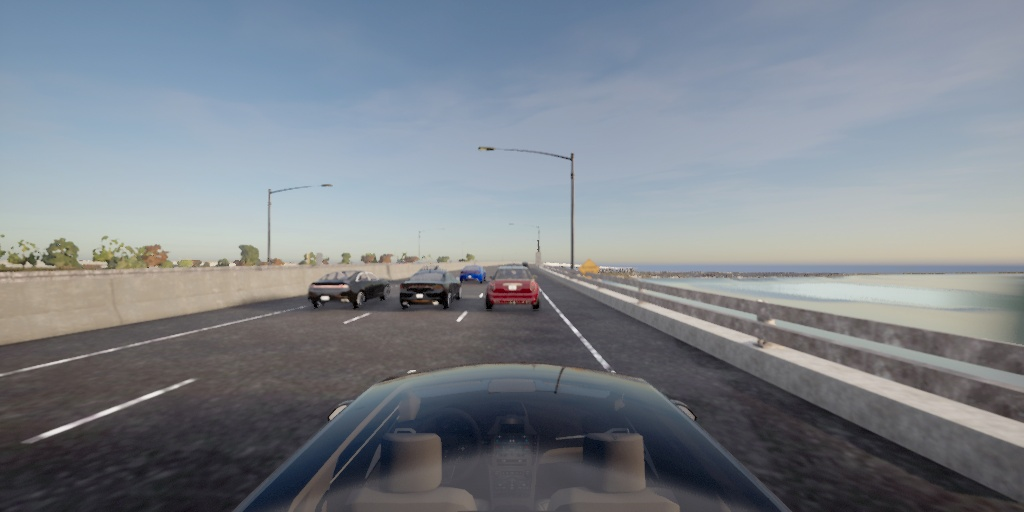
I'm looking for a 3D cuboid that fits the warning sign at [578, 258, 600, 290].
[{"bbox_3d":[4.632,1.058,21.365,1.300,1.860,1.060,0,0,1],"label":"warning sign"}]

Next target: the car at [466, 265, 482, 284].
[{"bbox_3d":[-3.291,1.521,30.898,1.882,1.535,5.008,0,0,1],"label":"car"}]

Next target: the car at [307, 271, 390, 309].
[{"bbox_3d":[-6.959,1.381,15.822,2.128,1.511,4.902,0,0,1],"label":"car"}]

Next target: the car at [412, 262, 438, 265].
[{"bbox_3d":[-6.794,1.536,30.777,2.128,1.511,4.902,0,-1,1],"label":"car"}]

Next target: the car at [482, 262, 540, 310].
[{"bbox_3d":[0.038,1.235,15.564,2.097,1.767,4.553,0,-1,0],"label":"car"}]

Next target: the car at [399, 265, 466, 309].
[{"bbox_3d":[-3.456,1.367,15.967,1.882,1.535,5.008,0,0,1],"label":"car"}]
